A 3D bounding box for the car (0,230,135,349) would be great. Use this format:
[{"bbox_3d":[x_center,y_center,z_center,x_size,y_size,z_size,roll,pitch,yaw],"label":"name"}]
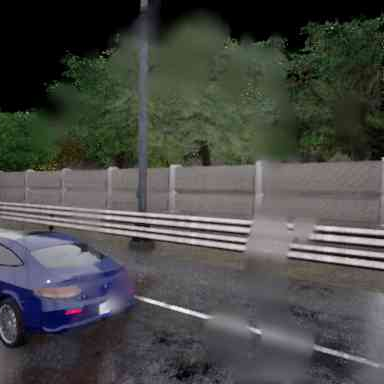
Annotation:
[{"bbox_3d":[-3.065,1.428,6.081,4.674,1.442,1.812,1,1,36],"label":"car"}]
